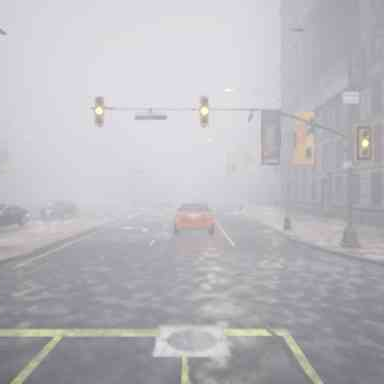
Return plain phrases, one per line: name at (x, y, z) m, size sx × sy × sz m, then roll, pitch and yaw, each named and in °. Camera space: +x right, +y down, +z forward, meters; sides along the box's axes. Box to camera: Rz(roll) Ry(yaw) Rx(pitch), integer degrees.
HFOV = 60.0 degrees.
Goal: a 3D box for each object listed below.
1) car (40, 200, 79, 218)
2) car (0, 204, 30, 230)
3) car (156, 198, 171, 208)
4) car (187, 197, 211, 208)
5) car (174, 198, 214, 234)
car at (-11.514, 1.448, 29.150) m, size 2.128 × 1.511 × 4.902 m, roll 0°, pitch 0°, yaw 0°
car at (-11.520, 1.462, 19.719) m, size 2.128 × 1.511 × 4.902 m, roll 0°, pitch 0°, yaw 0°
car at (-3.958, 1.478, 46.410) m, size 2.033 × 1.411 × 5.357 m, roll 0°, pitch 0°, yaw -9°
car at (1.018, 1.494, 46.810) m, size 1.994 × 1.385 × 4.181 m, roll 0°, pitch 0°, yaw 22°
car at (0.104, 1.323, 19.021) m, size 2.097 × 1.767 × 4.553 m, roll 0°, pitch 0°, yaw 0°
